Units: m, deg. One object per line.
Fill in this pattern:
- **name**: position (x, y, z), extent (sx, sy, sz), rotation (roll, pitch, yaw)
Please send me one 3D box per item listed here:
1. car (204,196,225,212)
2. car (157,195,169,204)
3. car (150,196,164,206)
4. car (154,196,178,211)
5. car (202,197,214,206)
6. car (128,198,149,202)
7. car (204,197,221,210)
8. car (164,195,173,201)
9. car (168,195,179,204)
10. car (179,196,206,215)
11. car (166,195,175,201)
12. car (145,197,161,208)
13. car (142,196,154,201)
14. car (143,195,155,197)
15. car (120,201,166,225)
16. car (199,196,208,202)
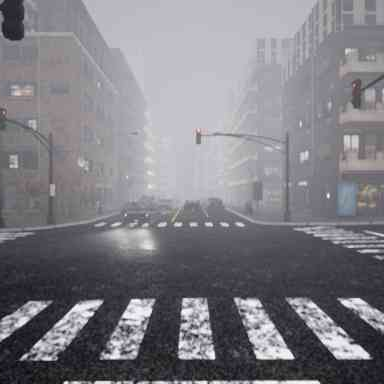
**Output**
- **car**: position (2.642, 1.431, 38.029), extent (1.967, 1.590, 4.097), rotation (0, 0, 0)
- **car**: position (-5.774, 1.435, 66.429), extent (1.967, 1.590, 4.097), rotation (0, 0, 0)
- **car**: position (-5.760, 1.432, 55.064), extent (1.967, 1.590, 4.097), rotation (0, 0, 0)
- **car**: position (-3.147, 1.539, 40.186), extent (2.033, 1.411, 5.357), rotation (0, 0, 0)
- **car**: position (2.621, 1.574, 55.076), extent (1.802, 1.307, 4.206), rotation (0, 0, 0)
- **car**: position (-5.731, 1.558, 32.334), extent (1.947, 1.339, 4.313), rotation (0, 0, 0)
- **car**: position (2.635, 1.431, 43.711), extent (1.967, 1.590, 4.097), rotation (0, 0, 0)
- **car**: position (-5.796, 1.552, 83.475), extent (2.008, 1.369, 4.403), rotation (0, 0, 0)
- **car**: position (-3.117, 1.485, 61.117), extent (2.128, 1.511, 4.902), rotation (0, 0, 1)
- **car**: position (0.058, 1.483, 34.192), extent (2.128, 1.511, 4.902), rotation (0, 0, 0)
- **car**: position (-5.803, 1.555, 89.158), extent (2.008, 1.369, 4.403), rotation (0, 0, 0)
- **car**: position (-5.752, 1.517, 49.211), extent (1.752, 1.417, 4.829), rotation (0, 0, 0)
- **car**: position (-5.738, 1.517, 37.846), extent (1.752, 1.417, 4.829), rotation (0, 0, 0)
- **car**: position (-5.746, 1.306, 43.699), extent (2.192, 1.841, 5.009), rotation (0, 0, 0)
- **car**: position (-3.448, 1.594, 24.011), extent (1.895, 1.301, 4.718), rotation (0, 0, 6)
- **car**: position (2.592, 1.550, 77.806), extent (2.008, 1.369, 4.403), rotation (0, 0, 0)
